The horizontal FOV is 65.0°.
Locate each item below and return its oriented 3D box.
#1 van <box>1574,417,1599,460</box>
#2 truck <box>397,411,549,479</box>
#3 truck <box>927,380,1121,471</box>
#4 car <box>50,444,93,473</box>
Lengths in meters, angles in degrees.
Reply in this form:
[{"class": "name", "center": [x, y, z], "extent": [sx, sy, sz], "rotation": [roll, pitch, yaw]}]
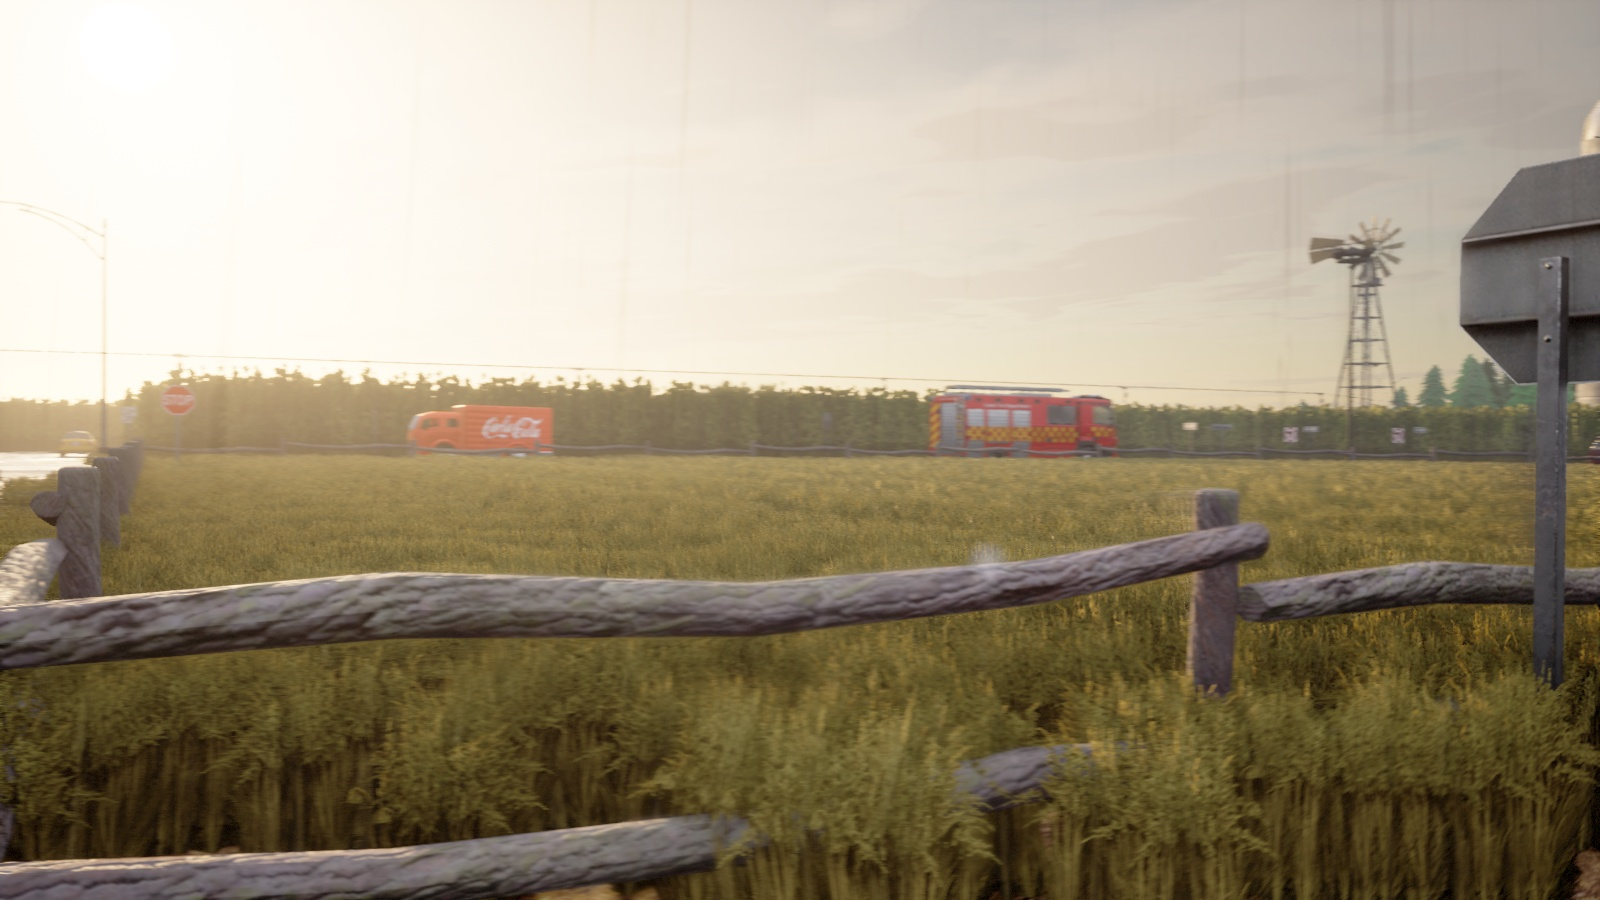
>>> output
[{"class": "van", "center": [38.007, -0.528, 57.206], "extent": [1.775, 1.987, 4.442], "rotation": [-1, 1, -24]}, {"class": "truck", "center": [-12.533, -0.197, 48.110], "extent": [5.204, 2.467, 2.627], "rotation": [0, 0, -27]}, {"class": "truck", "center": [10.052, -1.099, 56.040], "extent": [8.468, 3.827, 2.891], "rotation": [-1, 1, -27]}, {"class": "car", "center": [-41.621, 0.483, 71.824], "extent": [1.801, 1.575, 5.366], "rotation": [-1, 1, -27]}]
